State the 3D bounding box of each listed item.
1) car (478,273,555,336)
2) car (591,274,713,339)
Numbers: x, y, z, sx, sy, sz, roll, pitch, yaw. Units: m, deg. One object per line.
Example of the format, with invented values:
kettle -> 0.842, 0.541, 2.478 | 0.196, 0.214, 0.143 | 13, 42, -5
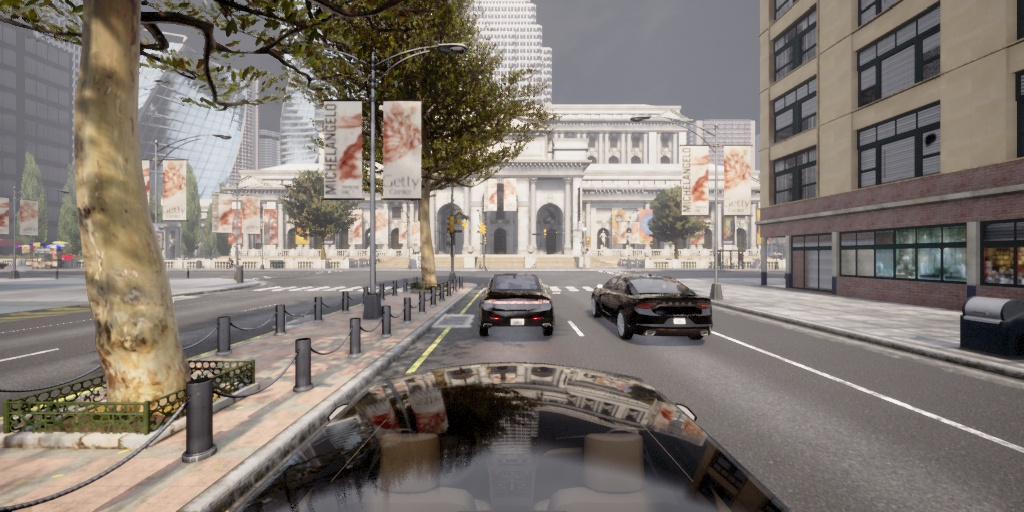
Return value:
car -> 0.080, 1.242, 10.332 | 2.128, 1.511, 4.902 | 0, 0, -1
car -> 3.565, 1.228, 10.065 | 1.882, 1.535, 5.008 | 0, 0, 0
